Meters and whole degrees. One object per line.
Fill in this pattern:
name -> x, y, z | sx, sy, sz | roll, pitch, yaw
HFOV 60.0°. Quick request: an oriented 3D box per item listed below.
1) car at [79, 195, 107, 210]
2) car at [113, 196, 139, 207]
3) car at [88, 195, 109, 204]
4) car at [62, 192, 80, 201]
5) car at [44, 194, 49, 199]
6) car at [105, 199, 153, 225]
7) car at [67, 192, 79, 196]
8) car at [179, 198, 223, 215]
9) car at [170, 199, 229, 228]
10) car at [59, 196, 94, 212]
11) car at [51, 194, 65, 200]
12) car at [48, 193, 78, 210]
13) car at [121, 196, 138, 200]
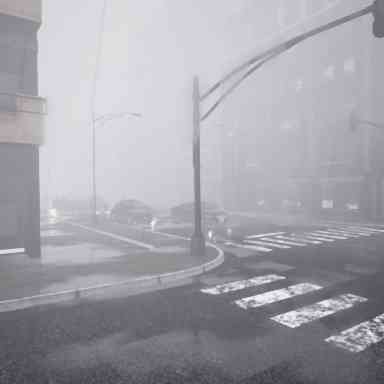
car -> -11.495, 1.397, 39.210 | 2.033, 1.411, 5.357 | -1, 1, -35
car -> -9.126, 1.266, 45.950 | 1.752, 1.417, 4.829 | -1, 1, -35
car -> -15.594, 1.217, 55.295 | 1.752, 1.417, 4.829 | -1, 1, -35
car -> -25.201, 0.935, 69.171 | 2.192, 1.841, 5.009 | -1, 1, -35
car -> -34.998, 1.075, 83.330 | 1.752, 1.417, 4.829 | -1, 1, -35
car -> -4.417, 1.509, 24.199 | 1.887, 1.381, 4.507 | -1, 1, -35
car -> -19.904, 1.223, 56.790 | 1.837, 1.490, 4.892 | -1, 1, -35
car -> 0.756, 1.360, 31.856 | 1.887, 1.381, 4.507 | -1, 1, -35
car -> 0.392, 1.434, 22.020 | 2.128, 1.511, 4.902 | -1, 1, -35
car -> -12.683, 1.448, 36.368 | 2.008, 1.369, 4.403 | -1, 1, -35
car -> -31.668, 1.124, 78.518 | 2.008, 1.369, 4.403 | -1, 1, -35
car -> -15.918, 1.313, 41.040 | 1.967, 1.590, 4.097 | -1, 1, -35
car -> -5.493, 1.374, 30.526 | 1.882, 1.535, 5.008 | -1, 1, -35
